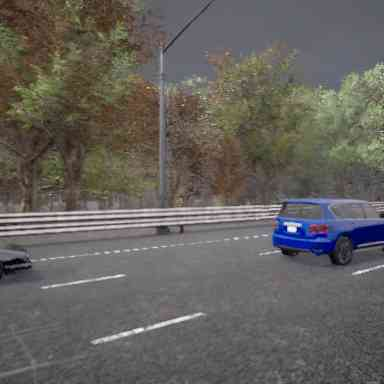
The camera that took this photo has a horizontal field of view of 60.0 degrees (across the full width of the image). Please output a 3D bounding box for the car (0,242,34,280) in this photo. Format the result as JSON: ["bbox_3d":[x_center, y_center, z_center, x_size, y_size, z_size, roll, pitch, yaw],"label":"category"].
[{"bbox_3d":[-6.663,1.546,7.594,5.357,1.411,2.033,0,0,-35],"label":"car"}]

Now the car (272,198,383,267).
[{"bbox_3d":[5.260,1.244,11.797,5.566,2.045,2.150,0,0,-35],"label":"car"}]
